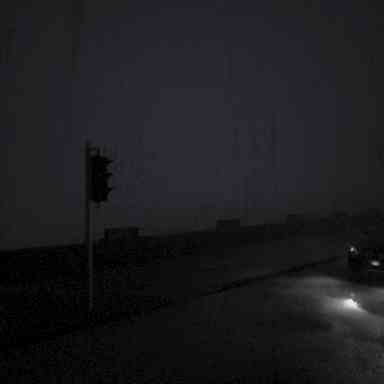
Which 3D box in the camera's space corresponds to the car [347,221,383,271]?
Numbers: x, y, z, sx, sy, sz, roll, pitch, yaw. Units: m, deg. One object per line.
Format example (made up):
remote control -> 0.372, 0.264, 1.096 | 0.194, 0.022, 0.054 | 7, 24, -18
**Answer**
car -> 6.572, 1.602, 10.293 | 4.674, 1.442, 1.812 | 0, -1, -41
